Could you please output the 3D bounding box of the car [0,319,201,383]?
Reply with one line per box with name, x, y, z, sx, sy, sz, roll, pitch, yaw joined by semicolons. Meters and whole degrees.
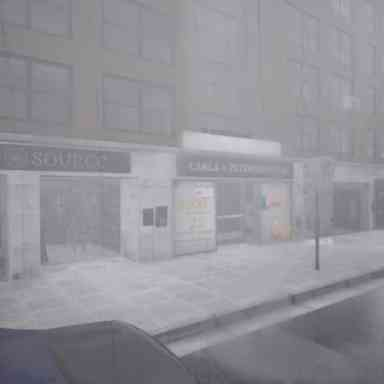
car;-2.346;1.551;1.384;5.357;1.411;2.033;0;0;-35
